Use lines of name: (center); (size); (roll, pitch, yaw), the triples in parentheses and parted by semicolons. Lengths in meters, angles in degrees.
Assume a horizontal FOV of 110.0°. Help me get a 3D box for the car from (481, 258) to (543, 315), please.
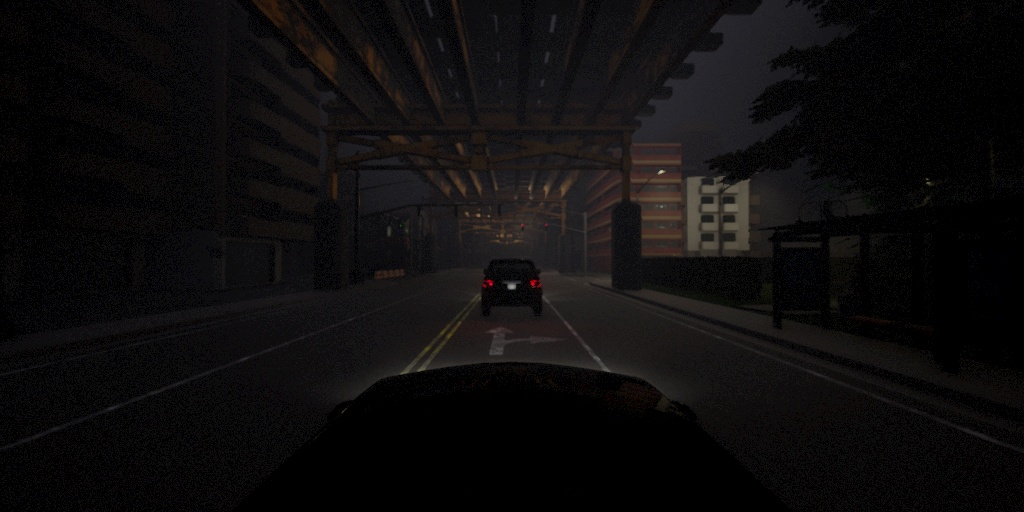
car: (0.002, 1.111, 14.405); (2.150, 2.045, 5.566); (0, 0, 0)
